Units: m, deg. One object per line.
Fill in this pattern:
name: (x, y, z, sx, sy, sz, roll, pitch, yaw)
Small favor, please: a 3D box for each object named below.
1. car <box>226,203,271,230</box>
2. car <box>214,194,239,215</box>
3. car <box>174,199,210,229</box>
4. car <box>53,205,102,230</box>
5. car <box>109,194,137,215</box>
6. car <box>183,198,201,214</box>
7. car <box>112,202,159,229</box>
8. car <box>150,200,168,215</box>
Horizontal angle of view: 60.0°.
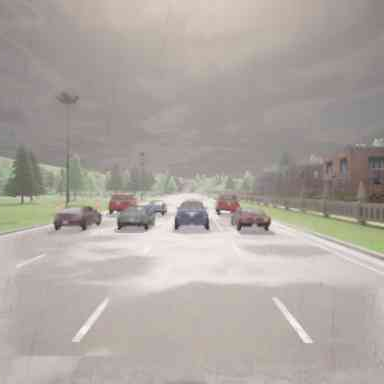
car: (3.500, 1.586, 20.722, 1.895, 1.301, 4.718, 0, 0, 0)
car: (3.533, 1.198, 34.204, 2.150, 2.045, 5.566, 0, 0, 1)
car: (0.006, 1.336, 21.352, 2.097, 1.767, 4.553, 0, 0, 0)
car: (-7.000, 1.509, 20.689, 1.812, 1.442, 4.674, 0, 0, 0)
car: (-6.967, 1.197, 34.186, 2.150, 2.045, 5.566, 0, 0, 0)
car: (0.047, 1.480, 35.693, 1.837, 1.490, 4.892, 0, 1, 0)
car: (-3.489, 1.547, 21.324, 1.994, 1.385, 4.181, 0, 0, 0)
car: (-3.478, 1.522, 33.095, 2.033, 1.411, 5.357, 0, 0, 0)
